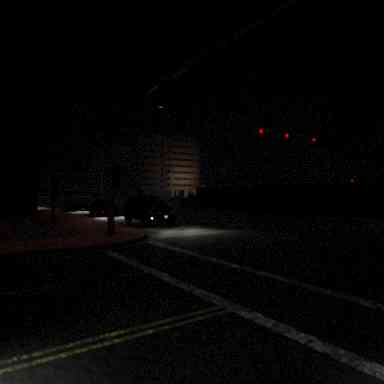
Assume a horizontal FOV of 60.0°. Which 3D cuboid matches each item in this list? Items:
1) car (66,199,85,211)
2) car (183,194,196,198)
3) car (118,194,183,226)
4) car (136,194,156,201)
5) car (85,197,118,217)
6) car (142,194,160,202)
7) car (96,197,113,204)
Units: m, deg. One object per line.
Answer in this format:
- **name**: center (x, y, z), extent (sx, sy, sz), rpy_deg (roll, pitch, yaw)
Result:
- **car**: center (-14.479, 1.626, 41.936), extent (2.033, 1.411, 5.357), rpy_deg (0, 0, -33)
- **car**: center (0.942, 1.395, 65.022), extent (3.866, 1.878, 1.905), rpy_deg (0, 0, -34)
- **car**: center (-3.195, 1.293, 24.275), extent (2.150, 2.045, 5.566), rpy_deg (0, 0, -33)
- **car**: center (-11.652, 1.397, 83.689), extent (4.605, 1.855, 1.932), rpy_deg (0, 0, -34)
- **car**: center (-8.799, 1.580, 33.043), extent (1.837, 1.490, 4.892), rpy_deg (0, 0, -32)
- **car**: center (-10.076, 1.399, 81.260), extent (3.866, 1.878, 1.905), rpy_deg (0, 0, -34)
- **car**: center (-17.516, 1.678, 66.551), extent (1.812, 1.442, 4.674), rpy_deg (0, 0, -33)
